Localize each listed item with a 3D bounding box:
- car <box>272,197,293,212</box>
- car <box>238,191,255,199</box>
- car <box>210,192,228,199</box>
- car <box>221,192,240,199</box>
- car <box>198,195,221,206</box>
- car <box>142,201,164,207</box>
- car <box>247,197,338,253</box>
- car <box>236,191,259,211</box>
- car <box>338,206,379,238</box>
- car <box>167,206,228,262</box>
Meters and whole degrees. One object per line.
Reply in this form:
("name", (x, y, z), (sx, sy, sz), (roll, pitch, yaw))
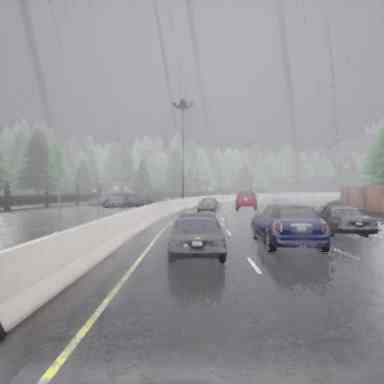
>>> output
("car", (9.402, 1.288, 34.979), (1.895, 1.301, 4.718), (0, 1, 12))
("car", (12.370, 0.599, 75.749), (2.097, 1.767, 4.553), (0, 1, 35))
("car", (6.501, 0.756, 79.581), (2.128, 1.511, 4.902), (0, 1, 35))
("car", (9.060, 0.838, 77.151), (2.033, 1.411, 5.357), (0, 1, 35))
("car", (1.665, 1.261, 31.898), (2.033, 1.411, 5.357), (0, 0, 9))
("car", (-4.742, 0.892, 36.694), (2.150, 2.045, 5.566), (0, 0, 12))
("car", (3.696, 1.232, 13.210), (2.097, 1.767, 4.553), (0, 0, 1))
("car", (5.900, 0.899, 35.351), (2.150, 2.045, 5.566), (0, 0, 12))
("car", (7.271, 1.397, 16.815), (2.033, 1.411, 5.357), (0, 1, 2))
("car", (0.172, 1.442, 11.624), (2.033, 1.411, 5.357), (0, 1, 1))
